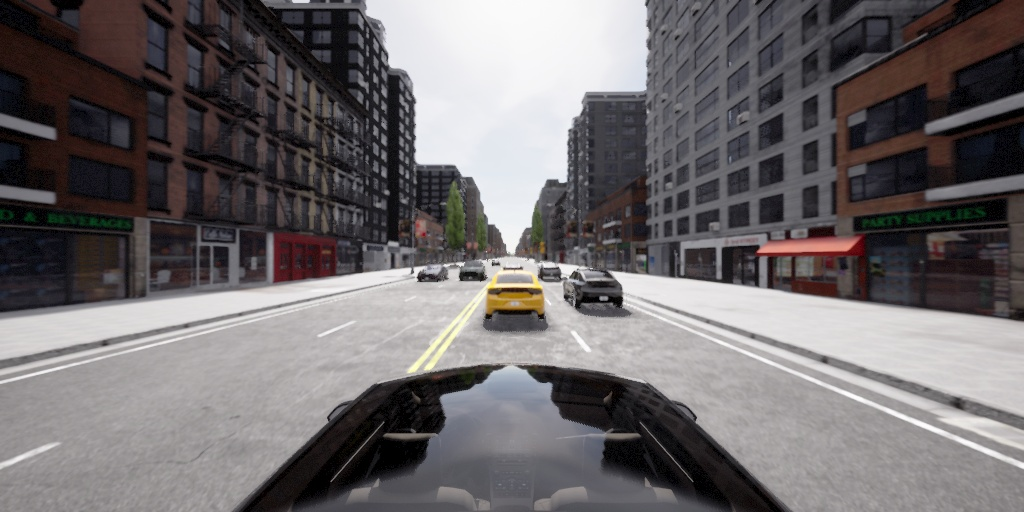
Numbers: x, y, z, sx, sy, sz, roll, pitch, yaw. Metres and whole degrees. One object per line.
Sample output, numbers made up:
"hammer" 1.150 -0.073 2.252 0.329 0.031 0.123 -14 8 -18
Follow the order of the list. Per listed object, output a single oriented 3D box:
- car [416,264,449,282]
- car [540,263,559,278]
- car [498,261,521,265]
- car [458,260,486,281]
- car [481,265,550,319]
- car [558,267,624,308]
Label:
"car" -6.600 1.395 30.502 2.033 1.411 5.357 0 0 0
"car" 3.349 1.345 32.576 2.128 1.511 4.902 0 0 0
"car" 0.099 1.345 32.584 2.128 1.511 4.902 0 0 0
"car" -3.346 1.202 31.209 2.097 1.767 4.553 0 0 0
"car" 0.096 1.267 13.081 1.882 1.535 5.008 0 0 0
"car" 3.346 1.302 15.480 1.837 1.490 4.892 0 0 0
